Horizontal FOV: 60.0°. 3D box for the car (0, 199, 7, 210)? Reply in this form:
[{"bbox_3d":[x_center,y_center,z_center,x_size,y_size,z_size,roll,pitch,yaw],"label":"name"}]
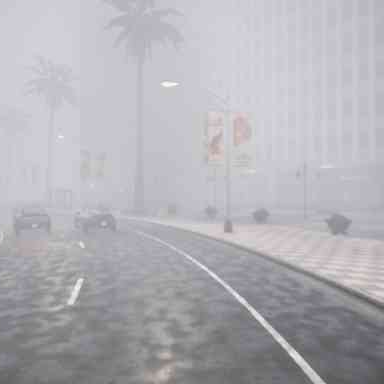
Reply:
[{"bbox_3d":[-27.164,1.789,49.493,2.231,1.521,4.892,0,0,-43],"label":"car"}]

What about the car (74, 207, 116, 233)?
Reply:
[{"bbox_3d":[-6.054,1.633,20.683,1.812,1.442,4.674,0,0,-29],"label":"car"}]

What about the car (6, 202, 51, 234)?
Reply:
[{"bbox_3d":[-9.751,1.612,20.082,2.128,1.511,4.902,0,0,-31],"label":"car"}]

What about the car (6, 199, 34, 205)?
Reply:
[{"bbox_3d":[-17.193,1.699,34.547,2.128,1.511,4.902,0,0,-43],"label":"car"}]
